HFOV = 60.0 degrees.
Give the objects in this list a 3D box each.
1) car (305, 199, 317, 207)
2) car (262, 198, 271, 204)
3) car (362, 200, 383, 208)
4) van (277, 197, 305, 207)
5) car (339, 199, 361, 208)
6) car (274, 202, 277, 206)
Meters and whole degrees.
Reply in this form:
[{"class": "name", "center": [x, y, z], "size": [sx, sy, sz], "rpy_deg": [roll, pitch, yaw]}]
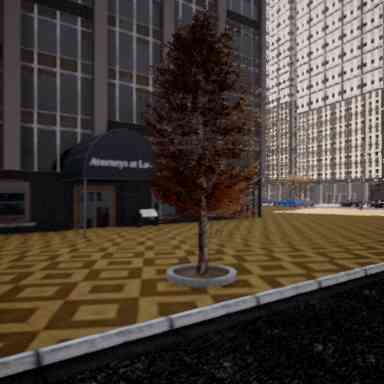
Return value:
[{"class": "car", "center": [21.607, 2.083, 64.335], "size": [2.033, 1.411, 5.357], "rpy_deg": [0, -1, -23]}, {"class": "car", "center": [16.399, 2.109, 76.516], "size": [1.812, 1.442, 4.674], "rpy_deg": [0, -1, -23]}, {"class": "car", "center": [29.709, 1.857, 52.197], "size": [1.947, 1.339, 4.313], "rpy_deg": [-1, -1, -23]}, {"class": "van", "center": [17.577, 1.809, 59.249], "size": [1.690, 1.788, 3.998], "rpy_deg": [-1, -1, -23]}, {"class": "car", "center": [27.498, 1.950, 57.369], "size": [1.947, 1.339, 4.313], "rpy_deg": [-1, -1, -23]}, {"class": "car", "center": [18.119, 2.153, 64.836], "size": [1.895, 1.301, 4.718], "rpy_deg": [0, -1, -23]}]
